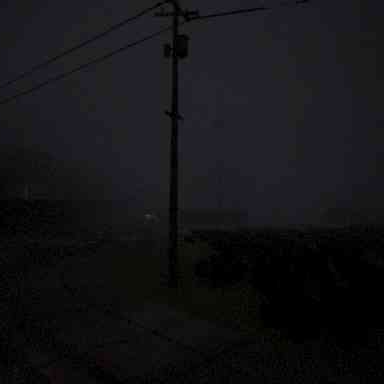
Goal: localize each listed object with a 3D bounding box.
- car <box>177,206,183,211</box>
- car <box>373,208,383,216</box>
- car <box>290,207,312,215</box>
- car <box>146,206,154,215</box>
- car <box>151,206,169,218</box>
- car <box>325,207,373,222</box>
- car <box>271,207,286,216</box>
[{"bbox_3d":[-2.677,3.129,56.684,1.837,1.490,4.892,0,-1,6],"label":"car"},{"bbox_3d":[32.916,3.617,61.062,4.193,1.474,1.816,0,-2,6],"label":"car"},{"bbox_3d":[19.997,3.502,61.136,3.905,1.438,1.784,0,-2,6],"label":"car"},{"bbox_3d":[-6.278,3.135,56.731,2.033,1.411,5.357,0,-2,6],"label":"car"},{"bbox_3d":[-3.830,2.906,45.936,1.895,1.301,4.718,0,-2,7],"label":"car"},{"bbox_3d":[17.978,2.633,38.763,4.605,1.855,1.932,0,-2,6],"label":"car"},{"bbox_3d":[14.735,3.334,56.975,1.812,1.442,4.674,0,-2,5],"label":"car"}]
